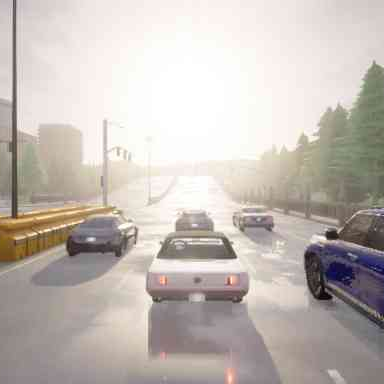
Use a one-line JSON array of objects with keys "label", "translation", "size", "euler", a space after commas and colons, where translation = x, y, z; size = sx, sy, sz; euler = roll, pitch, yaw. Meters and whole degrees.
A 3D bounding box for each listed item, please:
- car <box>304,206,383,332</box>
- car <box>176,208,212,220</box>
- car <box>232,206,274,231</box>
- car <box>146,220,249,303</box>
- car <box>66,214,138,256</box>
[{"label": "car", "translation": [3.607, 1.224, 5.194], "size": [2.150, 2.045, 5.566], "euler": [0, 0, 0]}, {"label": "car", "translation": [0.124, 1.564, 18.019], "size": [1.994, 1.385, 4.181], "euler": [0, 0, 0]}, {"label": "car", "translation": [3.624, 1.547, 20.458], "size": [2.033, 1.411, 5.357], "euler": [0, 0, 0]}, {"label": "car", "translation": [0.109, 1.601, 8.169], "size": [1.895, 1.301, 4.718], "euler": [0, 0, 0]}, {"label": "car", "translation": [-3.383, 1.564, 13.186], "size": [1.994, 1.385, 4.181], "euler": [0, 0, 0]}]
